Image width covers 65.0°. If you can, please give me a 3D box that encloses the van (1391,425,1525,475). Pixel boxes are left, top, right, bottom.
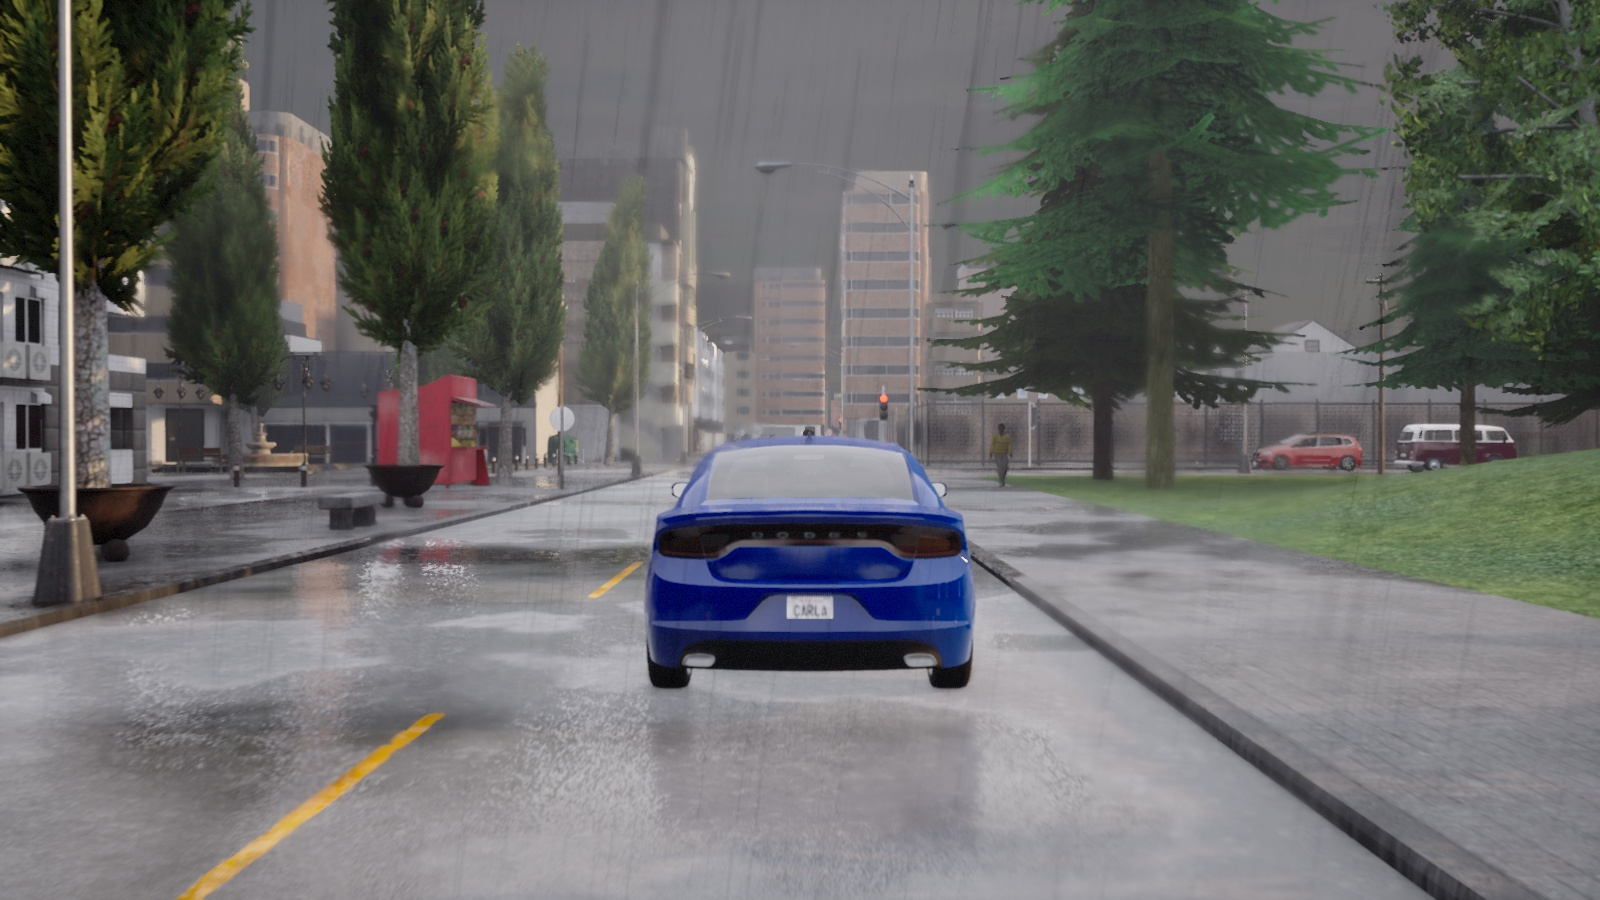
[{"bbox_3d":[27.278,-0.027,52.198,4.480,2.038,2.069,0,1,0],"label":"van"}]

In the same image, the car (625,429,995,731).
[{"bbox_3d":[0.065,0.635,8.891,1.882,1.535,5.008,0,1,0],"label":"car"}]

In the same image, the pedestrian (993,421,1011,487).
[{"bbox_3d":[5.669,0.110,35.249,0.431,1.840,0.709,0,1,3],"label":"pedestrian"}]

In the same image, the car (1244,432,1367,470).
[{"bbox_3d":[22.588,0.050,56.221,4.611,1.667,2.242,0,1,0],"label":"car"}]
